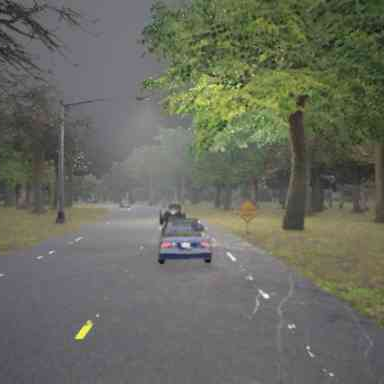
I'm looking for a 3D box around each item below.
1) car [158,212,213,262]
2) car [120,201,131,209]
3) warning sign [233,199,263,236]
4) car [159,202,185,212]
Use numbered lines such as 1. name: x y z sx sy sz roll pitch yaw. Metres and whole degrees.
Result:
1. car: -0.311 1.692 12.628 2.033 1.411 5.357 0 -1 -3
2. car: -12.782 2.419 63.858 2.128 1.511 4.902 0 -1 -16
3. warning sign: 2.924 1.321 17.500 1.300 1.860 1.060 0 -1 -4
4. car: -1.764 1.712 28.590 2.097 1.767 4.553 0 -1 -7
